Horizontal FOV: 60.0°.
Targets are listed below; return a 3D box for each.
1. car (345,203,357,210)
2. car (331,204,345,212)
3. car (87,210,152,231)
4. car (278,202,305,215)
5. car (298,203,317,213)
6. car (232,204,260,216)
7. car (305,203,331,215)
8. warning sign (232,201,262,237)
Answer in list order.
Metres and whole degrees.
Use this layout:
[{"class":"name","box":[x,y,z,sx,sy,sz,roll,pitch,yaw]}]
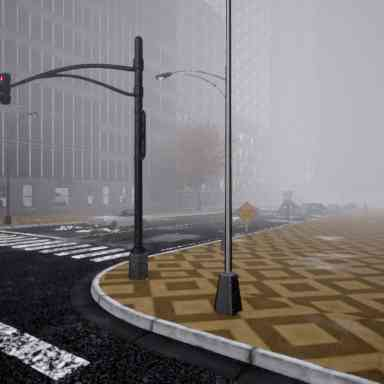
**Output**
[{"class":"car","box":[31.341,2.837,65.801,1.812,1.442,4.674,0,-1,33]},{"class":"car","box":[23.736,2.640,55.889,2.033,1.411,5.357,0,-1,33]},{"class":"car","box":[-5.017,1.925,23.515,1.895,1.301,4.718,0,-1,33]},{"class":"car","box":[13.725,2.205,46.402,2.097,1.767,4.553,0,-1,33]},{"class":"car","box":[19.048,2.533,54.781,1.837,1.490,4.892,0,-1,33]},{"class":"car","box":[6.818,2.263,41.919,2.033,1.411,5.357,0,-1,33]},{"class":"car","box":[17.144,2.230,45.621,2.097,1.767,4.553,0,-1,32]},{"class":"warning sign","box":[3.066,1.454,18.581,1.300,1.860,1.060,1,1,33]}]
